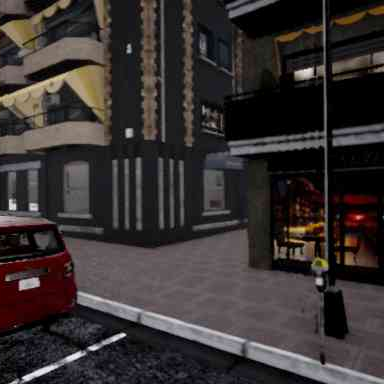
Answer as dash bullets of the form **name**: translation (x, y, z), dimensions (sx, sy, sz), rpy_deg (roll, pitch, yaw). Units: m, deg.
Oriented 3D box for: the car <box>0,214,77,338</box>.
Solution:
- **car**: translation (-4.116, 1.307, 5.853), dimensions (5.009, 1.841, 2.192), rpy_deg (0, -1, 36)
